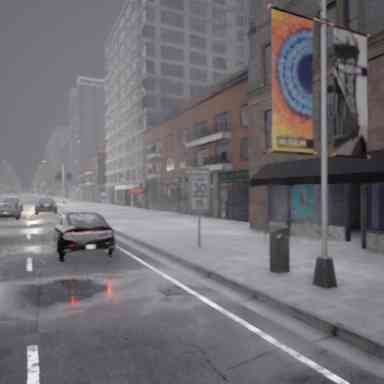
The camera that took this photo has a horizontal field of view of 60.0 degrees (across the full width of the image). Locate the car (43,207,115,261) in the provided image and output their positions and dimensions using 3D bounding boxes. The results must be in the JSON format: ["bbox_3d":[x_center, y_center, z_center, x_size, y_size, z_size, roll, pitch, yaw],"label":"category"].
[{"bbox_3d":[-4.267,1.515,12.639,2.128,1.511,4.902,0,0,-26],"label":"car"}]

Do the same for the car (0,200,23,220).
[{"bbox_3d":[-15.863,1.636,28.622,1.994,1.385,4.181,0,0,-26],"label":"car"}]

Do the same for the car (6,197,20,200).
[{"bbox_3d":[-21.631,1.451,40.211,2.097,1.767,4.553,0,0,-26],"label":"car"}]

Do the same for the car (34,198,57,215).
[{"bbox_3d":[-15.615,1.428,35.486,2.097,1.767,4.553,0,0,-26],"label":"car"}]
